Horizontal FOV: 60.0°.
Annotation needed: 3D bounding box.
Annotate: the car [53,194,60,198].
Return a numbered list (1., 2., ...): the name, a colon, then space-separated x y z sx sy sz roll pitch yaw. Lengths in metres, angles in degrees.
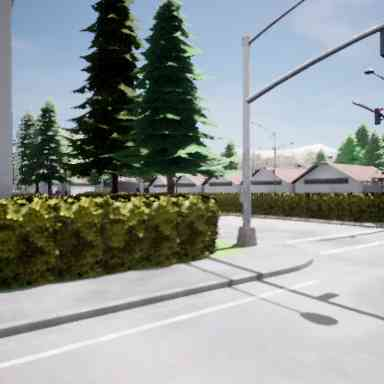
1. car: -29.821 1.155 71.864 2.097 1.767 4.553 0 0 -36
